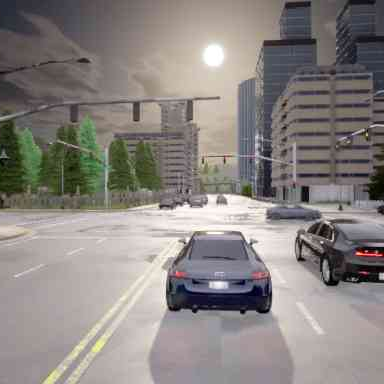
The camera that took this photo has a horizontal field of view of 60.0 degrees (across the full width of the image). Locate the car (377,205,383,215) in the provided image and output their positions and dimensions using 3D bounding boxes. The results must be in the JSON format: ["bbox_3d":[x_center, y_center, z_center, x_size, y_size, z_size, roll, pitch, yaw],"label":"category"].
[{"bbox_3d":[20.362,1.478,31.592,5.008,1.535,1.882,0,0,5],"label":"car"}]

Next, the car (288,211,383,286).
[{"bbox_3d":[4.230,1.505,9.317,1.837,1.490,4.892,0,0,4],"label":"car"}]

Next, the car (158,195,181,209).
[{"bbox_3d":[-3.163,1.547,44.708,2.033,1.411,5.357,0,0,5],"label":"car"}]

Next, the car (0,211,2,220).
[{"bbox_3d":[-16.323,1.478,23.906,5.008,1.535,1.882,0,0,5],"label":"car"}]

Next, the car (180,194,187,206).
[{"bbox_3d":[-2.315,1.547,54.747,2.033,1.411,5.357,0,0,5],"label":"car"}]

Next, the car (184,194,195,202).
[{"bbox_3d":[-0.538,1.355,74.836,2.097,1.767,4.553,0,0,5],"label":"car"}]

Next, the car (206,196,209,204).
[{"bbox_3d":[1.484,1.352,58.013,2.097,1.767,4.553,0,0,5],"label":"car"}]

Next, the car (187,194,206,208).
[{"bbox_3d":[0.704,1.505,48.922,1.837,1.490,4.892,0,0,5],"label":"car"}]

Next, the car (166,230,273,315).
[{"bbox_3d":[0.597,1.564,7.699,1.994,1.385,4.181,0,0,4],"label":"car"}]

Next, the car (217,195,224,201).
[{"bbox_3d":[7.408,1.500,85.820,1.837,1.490,4.892,0,0,5],"label":"car"}]

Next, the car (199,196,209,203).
[{"bbox_3d":[2.424,1.505,68.383,1.837,1.490,4.892,0,0,5],"label":"car"}]

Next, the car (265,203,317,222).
[{"bbox_3d":[7.696,1.564,25.419,4.181,1.385,1.994,0,0,5],"label":"car"}]

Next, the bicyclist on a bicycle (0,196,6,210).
[{"bbox_3d":[-22.317,1.301,38.934,0.582,1.620,1.656,0,0,5],"label":"bicyclist on a bicycle"}]

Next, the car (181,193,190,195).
[{"bbox_3d":[-1.416,1.221,64.884,2.150,2.045,5.566,0,0,5],"label":"car"}]

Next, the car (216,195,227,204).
[{"bbox_3d":[5.543,1.564,62.399,1.994,1.385,4.181,0,0,5],"label":"car"}]
